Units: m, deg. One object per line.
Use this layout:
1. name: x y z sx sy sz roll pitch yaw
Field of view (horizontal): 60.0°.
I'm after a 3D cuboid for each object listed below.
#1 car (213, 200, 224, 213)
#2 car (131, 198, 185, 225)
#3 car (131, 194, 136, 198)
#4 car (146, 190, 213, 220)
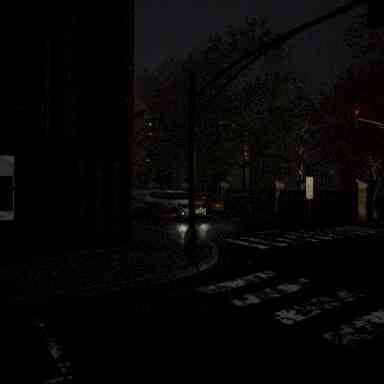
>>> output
1. car: 0.859 1.130 30.558 1.752 1.417 4.829 1 0 -36
2. car: -2.563 1.257 21.018 1.802 1.307 4.206 2 0 -36
3. car: -8.815 0.864 43.852 2.008 1.369 4.403 1 0 -36
4. car: -1.348 0.877 23.716 2.150 2.045 5.566 0 1 -37
